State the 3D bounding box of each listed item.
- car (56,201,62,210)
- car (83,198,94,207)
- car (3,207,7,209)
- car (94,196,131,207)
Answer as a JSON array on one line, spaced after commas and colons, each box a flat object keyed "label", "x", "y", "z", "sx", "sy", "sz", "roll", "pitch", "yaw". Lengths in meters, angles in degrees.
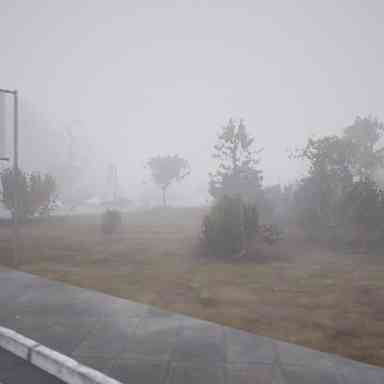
[{"label": "car", "x": -18.031, "y": 1.521, "z": 40.029, "sx": 1.812, "sy": 1.442, "sz": 4.674, "roll": 0, "pitch": 0, "yaw": 39}, {"label": "car", "x": -14.201, "y": 1.461, "z": 50.458, "sx": 1.812, "sy": 1.442, "sz": 4.674, "roll": 0, "pitch": 0, "yaw": 39}, {"label": "car", "x": -20.809, "y": 1.543, "z": 42.160, "sx": 2.033, "sy": 1.411, "sz": 5.357, "roll": 0, "pitch": 0, "yaw": 39}, {"label": "car", "x": -11.223, "y": 1.409, "z": 48.569, "sx": 1.882, "sy": 1.535, "sz": 5.008, "roll": 0, "pitch": 0, "yaw": 39}]
